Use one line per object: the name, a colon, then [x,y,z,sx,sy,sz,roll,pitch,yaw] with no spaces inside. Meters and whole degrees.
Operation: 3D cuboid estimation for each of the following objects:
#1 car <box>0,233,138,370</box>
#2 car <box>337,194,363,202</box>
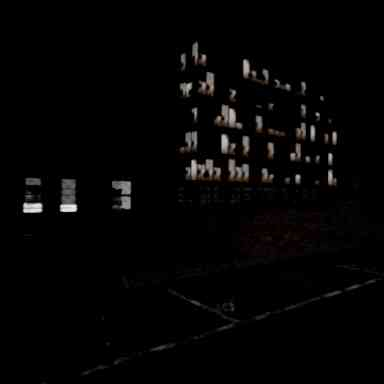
car: [-2.912,1.440,4.472,4.097,1.590,1.967,0,1,-35]
car: [38.201,1.384,79.521,2.192,1.841,5.009,0,-1,-35]
